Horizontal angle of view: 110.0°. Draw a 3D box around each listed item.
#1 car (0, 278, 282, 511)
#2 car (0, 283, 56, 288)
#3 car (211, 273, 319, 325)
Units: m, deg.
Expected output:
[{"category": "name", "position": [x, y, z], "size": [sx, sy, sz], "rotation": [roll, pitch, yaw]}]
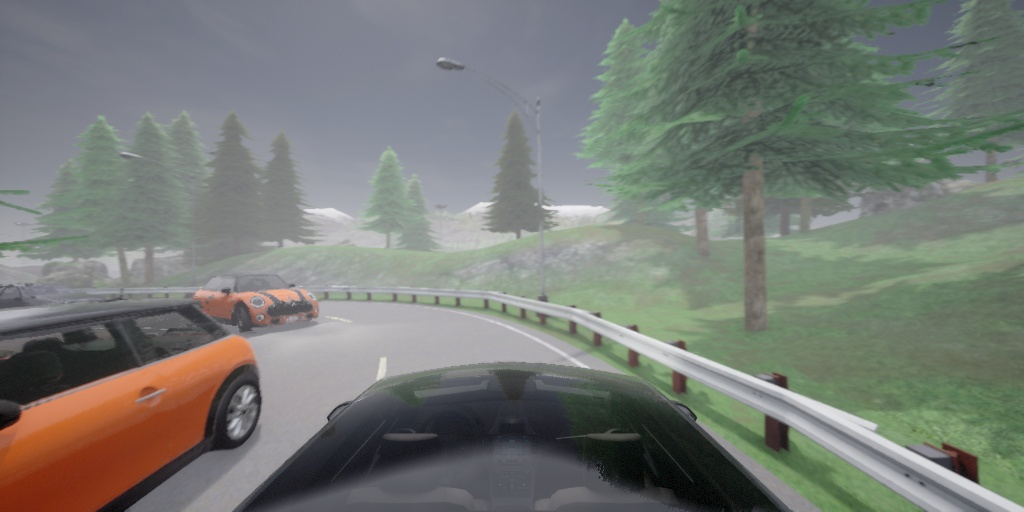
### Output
[{"category": "car", "position": [-3.804, 1.191, 2.219], "size": [2.097, 1.767, 4.553], "rotation": [-1, -1, -6]}, {"category": "car", "position": [-19.024, 1.810, 14.244], "size": [5.357, 1.411, 2.033], "rotation": [-1, 0, 9]}, {"category": "car", "position": [-8.563, 1.358, 11.954], "size": [4.553, 1.767, 2.097], "rotation": [-1, 0, 30]}]
